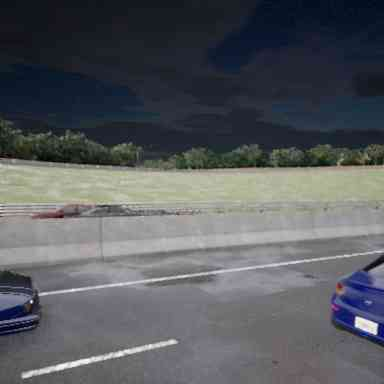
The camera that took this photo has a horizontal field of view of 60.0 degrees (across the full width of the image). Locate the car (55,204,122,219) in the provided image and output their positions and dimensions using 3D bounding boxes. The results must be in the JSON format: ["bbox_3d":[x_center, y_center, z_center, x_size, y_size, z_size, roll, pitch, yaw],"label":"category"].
[{"bbox_3d":[-5.455,1.594,20.238,4.892,1.490,1.837,0,0,-28],"label":"car"}]

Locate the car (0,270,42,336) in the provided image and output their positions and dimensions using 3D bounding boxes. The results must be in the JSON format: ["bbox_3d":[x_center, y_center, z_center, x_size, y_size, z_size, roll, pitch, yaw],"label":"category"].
[{"bbox_3d":[-4.974,1.558,4.440,5.357,1.411,2.033,0,0,-28],"label":"car"}]

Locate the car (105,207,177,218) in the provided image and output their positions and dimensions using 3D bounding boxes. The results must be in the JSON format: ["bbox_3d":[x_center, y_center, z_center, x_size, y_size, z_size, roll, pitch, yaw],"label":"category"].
[{"bbox_3d":[-2.234,1.650,17.980,4.181,1.385,1.994,0,0,-28],"label":"car"}]

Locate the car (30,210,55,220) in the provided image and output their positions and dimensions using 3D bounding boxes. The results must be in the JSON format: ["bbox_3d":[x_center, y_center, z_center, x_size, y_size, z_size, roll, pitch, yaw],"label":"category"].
[{"bbox_3d":[-8.287,1.571,22.702,5.008,1.535,1.882,0,0,-28],"label":"car"}]

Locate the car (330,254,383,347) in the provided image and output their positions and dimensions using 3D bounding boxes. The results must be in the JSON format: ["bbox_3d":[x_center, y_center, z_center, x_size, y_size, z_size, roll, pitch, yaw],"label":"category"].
[{"bbox_3d":[4.275,1.565,5.359,4.674,1.442,1.812,0,0,-28],"label":"car"}]
